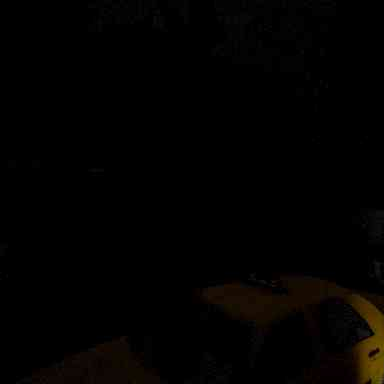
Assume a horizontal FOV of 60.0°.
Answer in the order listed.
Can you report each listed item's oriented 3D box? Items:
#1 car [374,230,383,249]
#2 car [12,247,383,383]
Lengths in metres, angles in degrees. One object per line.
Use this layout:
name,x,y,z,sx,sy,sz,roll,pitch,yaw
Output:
car,5.222,1.285,6.533,5.009,1.841,2.192,0,0,-36
car,0.515,1.517,3.174,4.829,1.417,1.752,0,0,-36
